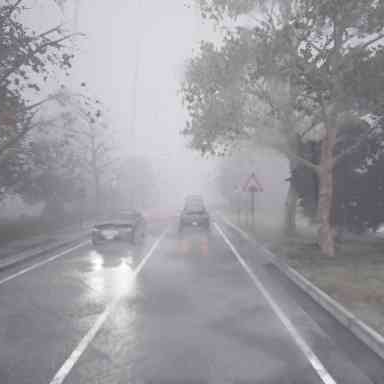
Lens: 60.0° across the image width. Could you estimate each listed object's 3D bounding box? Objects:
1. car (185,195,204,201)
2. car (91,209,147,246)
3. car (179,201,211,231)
[{"bbox_3d":[0.287,1.336,40.100,2.150,2.045,5.566,0,0,1],"label":"car"},{"bbox_3d":[-3.297,1.564,15.796,2.128,1.511,4.902,0,0,0],"label":"car"},{"bbox_3d":[0.168,1.595,21.425,2.128,1.511,4.902,0,0,0],"label":"car"}]
